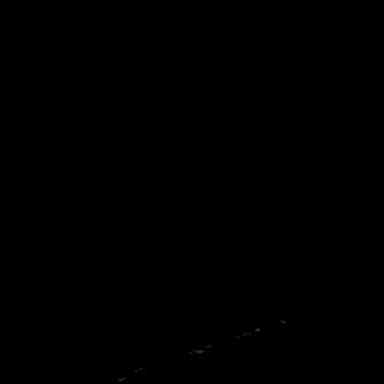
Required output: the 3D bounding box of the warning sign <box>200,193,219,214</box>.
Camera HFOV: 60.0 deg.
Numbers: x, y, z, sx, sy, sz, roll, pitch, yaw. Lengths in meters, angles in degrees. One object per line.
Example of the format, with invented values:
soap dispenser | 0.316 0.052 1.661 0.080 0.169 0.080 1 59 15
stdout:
warning sign | 1.585 1.052 30.342 1.300 1.860 1.060 0 0 -36
